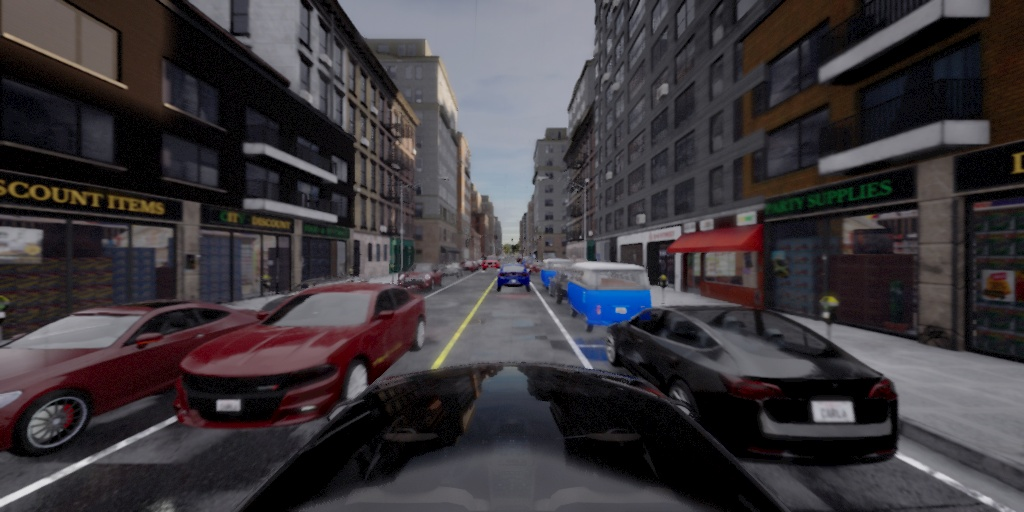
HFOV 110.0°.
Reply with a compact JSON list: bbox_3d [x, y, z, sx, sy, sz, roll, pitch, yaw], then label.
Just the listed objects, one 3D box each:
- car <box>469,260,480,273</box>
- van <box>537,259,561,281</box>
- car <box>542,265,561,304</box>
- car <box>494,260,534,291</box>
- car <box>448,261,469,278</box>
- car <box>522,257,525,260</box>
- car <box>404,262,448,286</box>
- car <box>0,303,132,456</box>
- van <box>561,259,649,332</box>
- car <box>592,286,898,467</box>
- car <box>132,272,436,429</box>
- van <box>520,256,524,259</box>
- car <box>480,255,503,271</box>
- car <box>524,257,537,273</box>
[{"bbox_3d":[-5.398,1.264,43.597,1.888,1.381,4.507,0,0,0],"label":"car"},{"bbox_3d":[2.633,1.071,21.555,1.690,1.789,3.998,0,0,0],"label":"van"},{"bbox_3d":[2.634,1.284,16.045,2.007,1.370,4.403,0,0,0],"label":"car"},{"bbox_3d":[0.094,1.207,21.972,1.882,1.535,5.008,0,0,0],"label":"car"},{"bbox_3d":[-5.395,1.275,32.575,2.007,1.370,4.403,0,0,0],"label":"car"},{"bbox_3d":[2.626,1.156,49.110,1.967,1.591,4.097,0,0,0],"label":"car"},{"bbox_3d":[-5.392,1.170,21.553,1.967,1.591,4.097,0,0,0],"label":"car"},{"bbox_3d":[-5.388,1.328,5.022,1.802,1.307,4.207,0,0,0],"label":"car"},{"bbox_3d":[2.635,1.080,10.534,1.690,1.789,3.998,0,0,0],"label":"van"},{"bbox_3d":[2.637,1.311,5.024,1.948,1.339,4.313,0,0,0],"label":"car"},{"bbox_3d":[-2.838,1.222,6.094,1.882,1.535,5.008,0,0,0],"label":"car"},{"bbox_3d":[2.624,1.050,60.132,1.690,1.789,3.998,0,0,0],"label":"van"},{"bbox_3d":[-2.796,0.940,48.132,2.150,2.045,5.566,0,0,0],"label":"car"},{"bbox_3d":[2.629,1.161,38.088,1.967,1.591,4.097,0,0,0],"label":"car"}]
